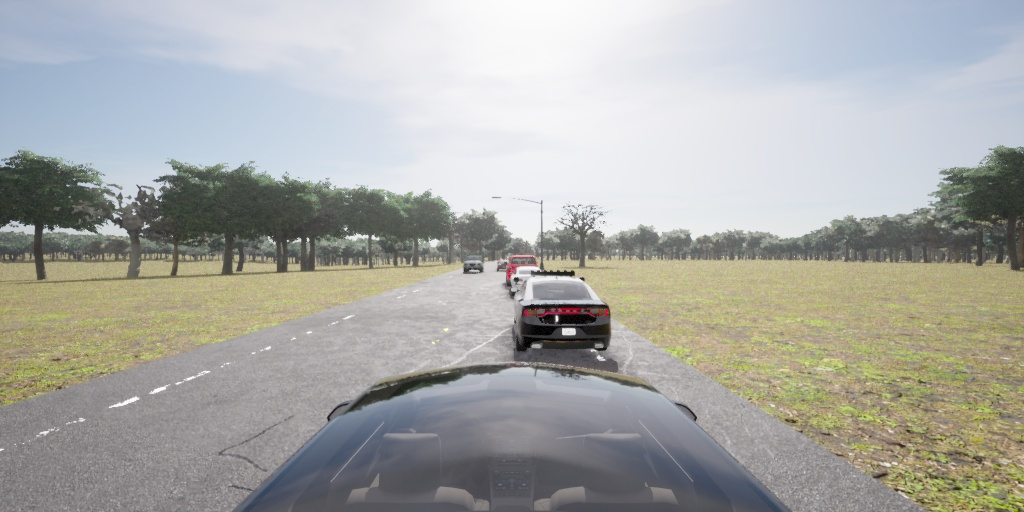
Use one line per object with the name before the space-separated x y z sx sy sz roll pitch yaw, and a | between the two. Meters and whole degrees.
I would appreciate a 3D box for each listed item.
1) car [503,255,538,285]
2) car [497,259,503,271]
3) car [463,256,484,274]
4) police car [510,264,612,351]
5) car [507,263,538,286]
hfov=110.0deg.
car | 0.666 0.974 25.087 2.150 2.045 5.566 0 0 -2
car | -1.074 1.290 49.196 1.812 1.442 4.674 0 0 -1
car | -4.523 0.981 42.673 2.150 2.045 5.566 0 0 -2
police car | 1.009 1.174 9.115 1.930 1.638 5.238 0 0 -1
car | 0.836 1.275 19.041 1.812 1.442 4.674 0 0 -1
